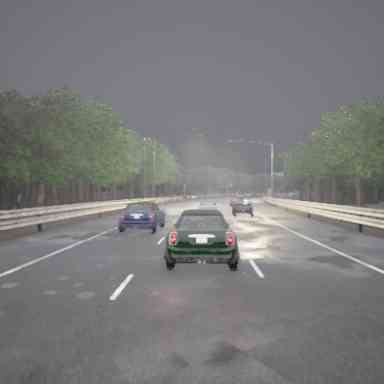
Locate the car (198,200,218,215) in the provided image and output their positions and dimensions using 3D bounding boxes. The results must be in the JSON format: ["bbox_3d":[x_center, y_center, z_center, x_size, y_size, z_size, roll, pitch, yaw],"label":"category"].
[{"bbox_3d":[1.762,1.599,35.334,1.895,1.301,4.718,0,0,5],"label":"car"}]

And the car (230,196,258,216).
[{"bbox_3d":[4.872,1.474,32.380,2.128,1.511,4.902,0,0,5],"label":"car"}]

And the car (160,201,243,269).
[{"bbox_3d":[0.327,1.353,11.288,2.097,1.767,4.553,0,0,2],"label":"car"}]

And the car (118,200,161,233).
[{"bbox_3d":[-2.832,1.349,19.785,2.097,1.767,4.553,0,0,3],"label":"car"}]
